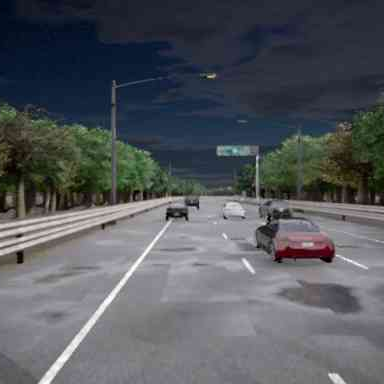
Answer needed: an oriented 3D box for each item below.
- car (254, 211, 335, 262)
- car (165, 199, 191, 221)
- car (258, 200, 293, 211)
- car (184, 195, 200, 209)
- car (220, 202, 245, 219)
[{"bbox_3d":[3.600,1.614,12.345,1.994,1.385,4.181,0,0,0],"label":"car"},{"bbox_3d":[-1.227,1.605,28.891,1.882,1.535,5.008,0,0,0],"label":"car"},{"bbox_3d":[7.098,1.478,28.603,2.097,1.767,4.553,0,0,0],"label":"car"},{"bbox_3d":[0.002,1.456,48.566,2.150,2.045,5.566,0,0,0],"label":"car"},{"bbox_3d":[3.598,1.658,30.000,1.812,1.442,4.674,0,0,0],"label":"car"}]
